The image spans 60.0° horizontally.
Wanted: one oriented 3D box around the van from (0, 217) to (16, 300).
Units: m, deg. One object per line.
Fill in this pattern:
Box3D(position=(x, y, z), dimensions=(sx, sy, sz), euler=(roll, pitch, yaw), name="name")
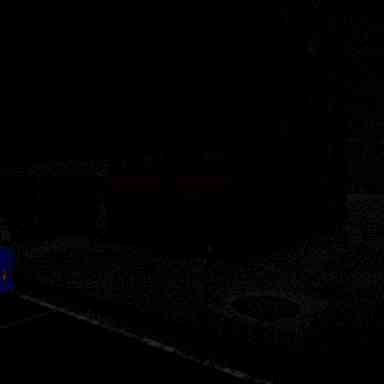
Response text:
Box3D(position=(-5.308, 1.297, 6.874), dimensions=(3.998, 1.788, 1.690), euler=(0, 0, 36), name="van")
